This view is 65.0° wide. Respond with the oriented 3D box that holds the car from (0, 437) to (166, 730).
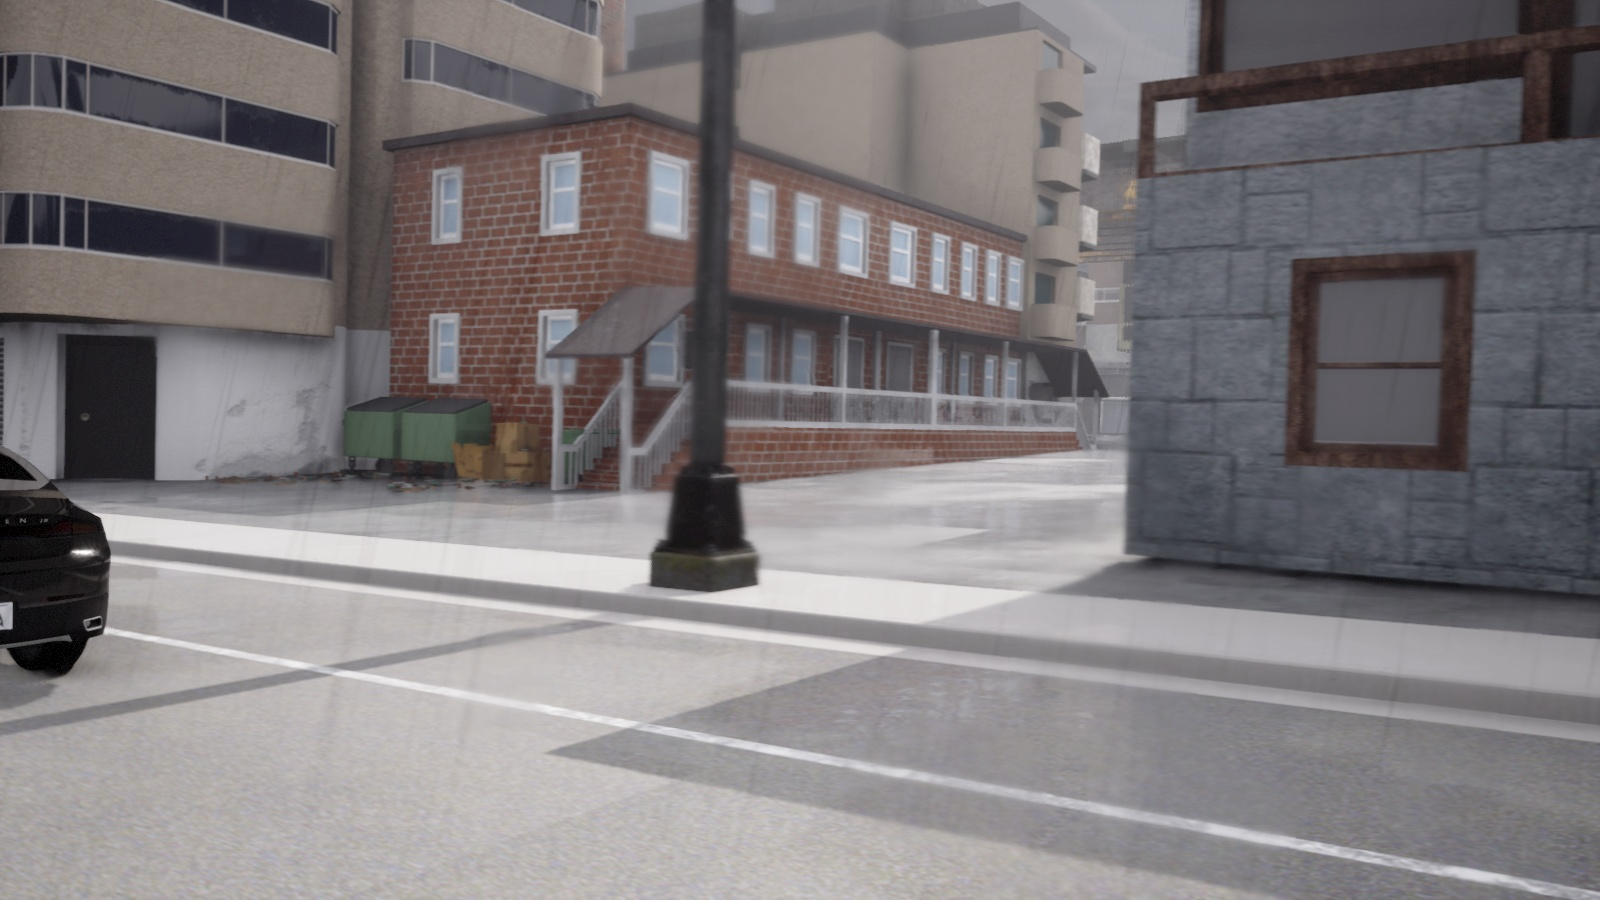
[{"bbox_3d":[-6.151,0.688,7.710,4.892,1.490,1.837,0,1,34],"label":"car"}]
